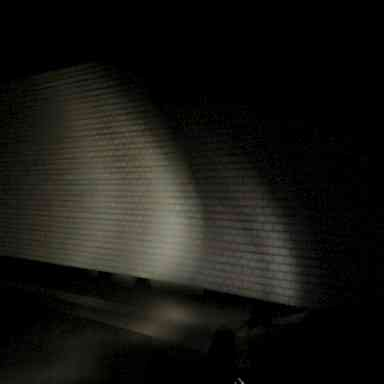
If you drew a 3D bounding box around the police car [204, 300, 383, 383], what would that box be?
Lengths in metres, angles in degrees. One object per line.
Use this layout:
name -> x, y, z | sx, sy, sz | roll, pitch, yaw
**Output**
police car -> 2.479, 1.426, 1.987 | 5.238, 1.638, 1.930 | 1, 0, 36
